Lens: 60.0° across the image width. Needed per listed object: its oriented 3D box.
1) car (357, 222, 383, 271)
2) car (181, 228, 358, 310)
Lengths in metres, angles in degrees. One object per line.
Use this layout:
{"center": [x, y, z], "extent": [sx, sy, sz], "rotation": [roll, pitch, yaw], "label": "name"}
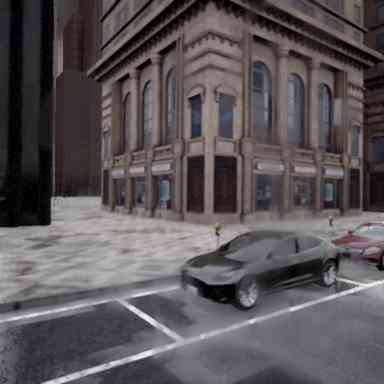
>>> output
{"center": [6.345, 1.673, 11.172], "extent": [4.206, 1.307, 1.802], "rotation": [1, 0, -36], "label": "car"}
{"center": [1.786, 1.613, 7.919], "extent": [4.313, 1.339, 1.947], "rotation": [1, 0, -36], "label": "car"}
